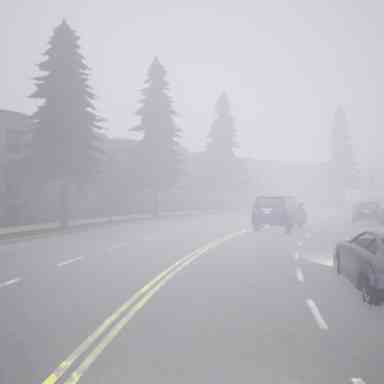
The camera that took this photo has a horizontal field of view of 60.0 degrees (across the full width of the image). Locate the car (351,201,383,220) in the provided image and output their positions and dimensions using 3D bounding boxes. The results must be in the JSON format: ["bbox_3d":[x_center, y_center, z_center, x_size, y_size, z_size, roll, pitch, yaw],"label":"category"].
[{"bbox_3d":[14.062,1.483,25.714,2.097,1.767,4.553,1,0,41],"label":"car"}]

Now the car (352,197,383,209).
[{"bbox_3d":[24.918,1.474,46.491,4.902,1.511,2.128,1,0,-29],"label":"car"}]

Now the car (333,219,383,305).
[{"bbox_3d":[4.765,1.608,7.960,1.994,1.385,4.181,0,0,12],"label":"car"}]

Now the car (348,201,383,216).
[{"bbox_3d":[18.989,1.702,35.191,5.357,1.411,2.033,1,0,-35],"label":"car"}]

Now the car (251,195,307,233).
[{"bbox_3d":[5.452,1.222,20.476,2.150,2.045,5.566,0,0,30],"label":"car"}]
